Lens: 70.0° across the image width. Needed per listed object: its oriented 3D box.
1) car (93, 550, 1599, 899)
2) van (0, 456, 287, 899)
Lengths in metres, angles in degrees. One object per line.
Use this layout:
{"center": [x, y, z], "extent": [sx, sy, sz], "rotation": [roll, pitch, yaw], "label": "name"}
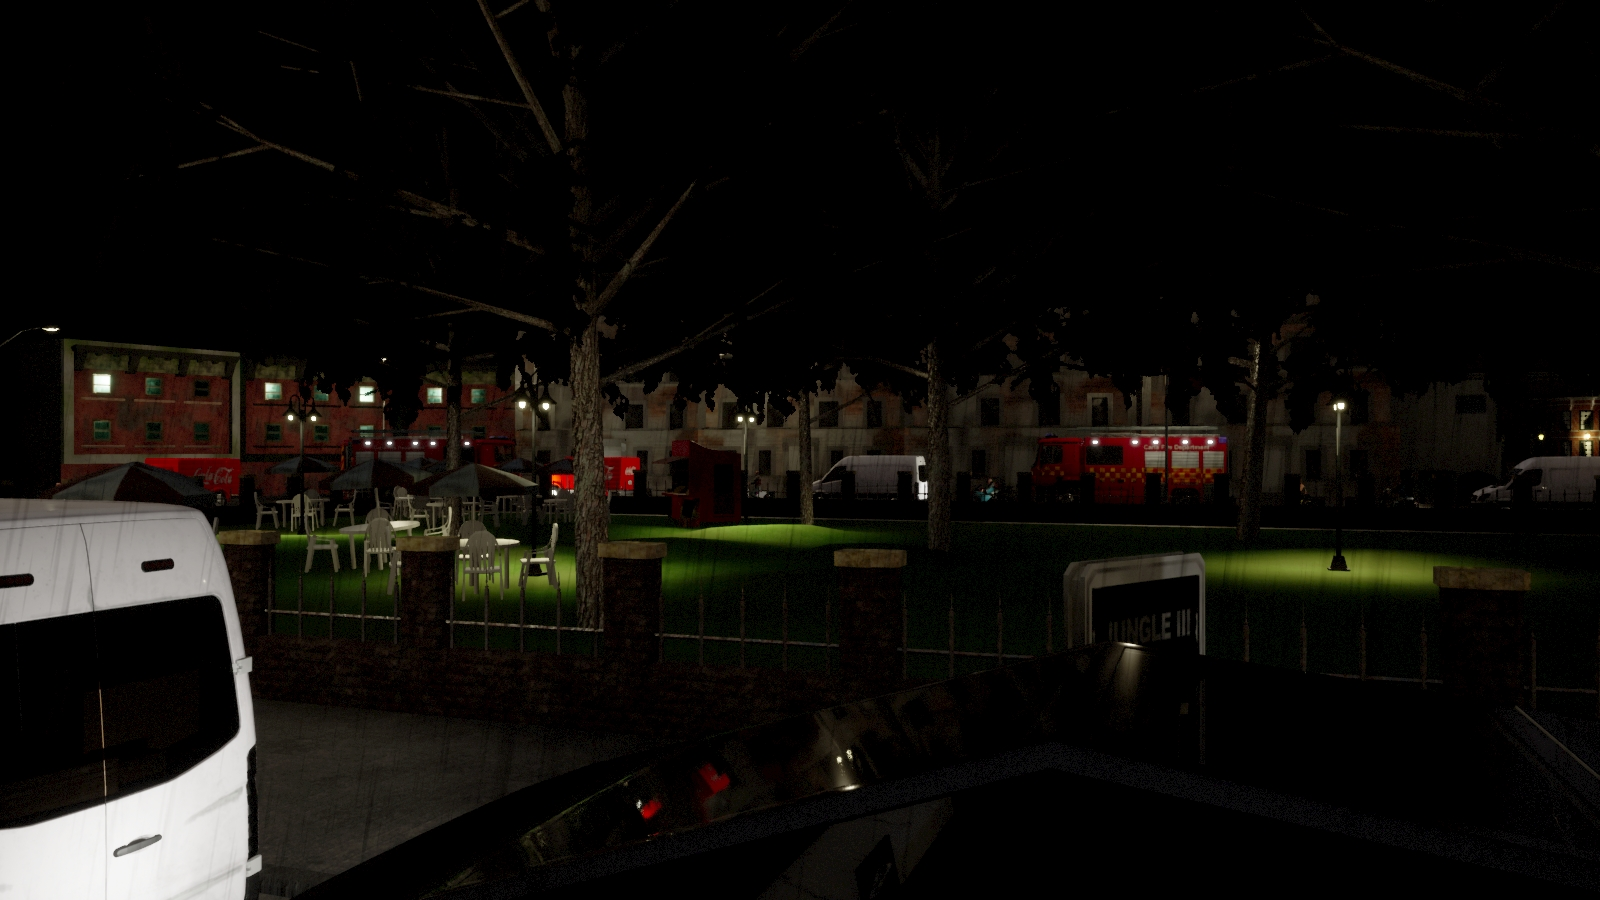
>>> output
{"center": [1.308, 1.534, 3.365], "extent": [6.274, 2.098, 2.390], "rotation": [0, 0, 20], "label": "car"}
{"center": [-5.749, 1.318, 5.932], "extent": [5.915, 2.561, 1.988], "rotation": [0, 0, 20], "label": "van"}
